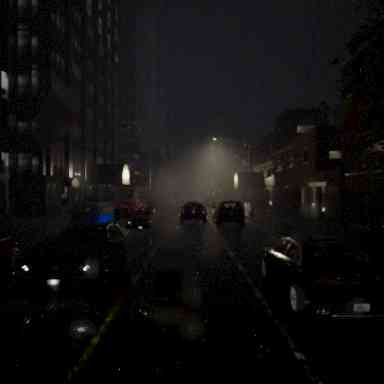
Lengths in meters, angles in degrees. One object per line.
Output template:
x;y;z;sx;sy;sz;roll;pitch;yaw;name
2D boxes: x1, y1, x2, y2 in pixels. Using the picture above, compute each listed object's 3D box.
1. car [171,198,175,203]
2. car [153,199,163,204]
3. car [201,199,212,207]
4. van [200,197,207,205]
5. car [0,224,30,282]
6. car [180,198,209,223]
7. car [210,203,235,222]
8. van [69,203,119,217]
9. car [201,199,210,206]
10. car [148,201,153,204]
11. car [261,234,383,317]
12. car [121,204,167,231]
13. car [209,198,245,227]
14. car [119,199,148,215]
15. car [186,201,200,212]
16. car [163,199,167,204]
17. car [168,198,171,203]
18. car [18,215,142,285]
-5.610;2.272;91.241;1.967;1.590;4.097;-1;-1;0;car
-5.654;1.974;46.963;1.887;1.381;4.507;-1;-1;0;car
2.744;2.146;63.546;1.947;1.339;4.313;-1;-1;0;car
2.758;2.072;80.150;1.690;1.788;3.998;-1;-1;0;van
-5.707;1.510;7.494;1.967;1.590;4.097;-1;-1;0;car
0.125;1.611;28.073;2.097;1.767;4.553;0;0;0;car
2.710;1.805;30.510;1.752;1.417;4.829;-1;-1;0;car
-5.685;1.519;19.292;1.690;1.788;3.998;-1;-1;0;van
2.750;2.212;69.080;1.802;1.307;4.206;-1;-1;0;car
-5.665;1.852;35.724;1.752;1.417;4.829;-1;-1;0;car
2.698;1.621;7.468;2.008;1.369;4.403;-1;-1;0;car
-3.052;1.753;22.414;2.033;1.411;5.357;0;0;0;car
2.700;1.543;24.808;2.192;1.841;5.009;-1;-1;0;car
-5.674;1.593;30.361;2.192;1.841;5.009;-1;-1;0;car
0.142;1.938;45.129;1.812;1.442;4.674;0;-1;0;car
-5.643;2.053;57.862;1.752;1.417;4.829;-1;-1;0;car
-5.637;2.104;63.396;1.752;1.417;4.829;-1;-1;0;car
-3.054;1.641;10.037;2.033;1.411;5.357;0;-1;0;car
